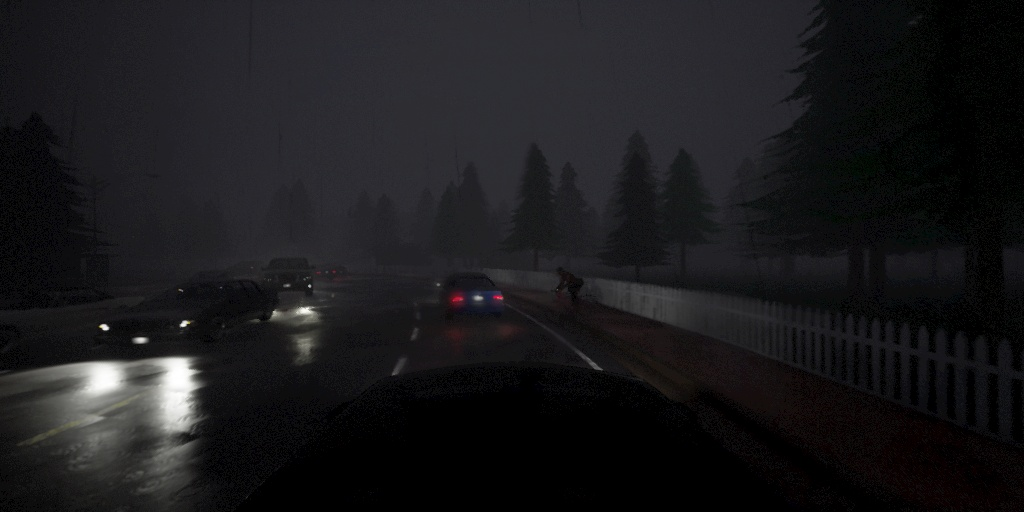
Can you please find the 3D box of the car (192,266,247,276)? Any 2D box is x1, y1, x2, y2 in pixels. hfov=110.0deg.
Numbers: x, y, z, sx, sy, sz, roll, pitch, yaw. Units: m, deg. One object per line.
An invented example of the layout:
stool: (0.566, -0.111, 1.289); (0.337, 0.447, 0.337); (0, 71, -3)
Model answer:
car: (-15.441, 1.425, 18.523); (2.033, 1.411, 5.357); (0, 0, -30)

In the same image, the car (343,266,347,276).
car: (-19.353, 1.431, 38.019); (4.674, 1.442, 1.812); (0, 0, 37)

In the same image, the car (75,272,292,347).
car: (-8.327, 1.366, 9.999); (2.033, 1.411, 5.357); (0, 0, -14)

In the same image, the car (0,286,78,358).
car: (-11.595, 1.448, 8.580); (1.895, 1.301, 4.718); (0, 0, -14)

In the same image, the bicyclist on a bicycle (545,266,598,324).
bicyclist on a bicycle: (1.662, 1.092, 10.379); (1.656, 1.620, 0.582); (-10, 2, -11)

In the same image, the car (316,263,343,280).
car: (-17.668, 1.441, 32.315); (5.357, 1.411, 2.033); (0, 0, 42)

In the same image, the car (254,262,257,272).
car: (-18.203, 1.376, 27.838); (1.882, 1.535, 5.008); (0, 0, -44)

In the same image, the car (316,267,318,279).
car: (-14.707, 1.536, 24.179); (1.895, 1.301, 4.718); (0, 0, -37)

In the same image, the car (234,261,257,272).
car: (-29.248, 1.341, 39.613); (4.553, 1.767, 2.097); (-1, 0, 23)

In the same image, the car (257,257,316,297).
car: (-12.067, 1.070, 19.487); (2.150, 2.045, 5.566); (0, 0, -30)

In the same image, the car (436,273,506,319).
car: (-1.642, 1.309, 12.966); (2.033, 1.411, 5.357); (0, 0, -15)
